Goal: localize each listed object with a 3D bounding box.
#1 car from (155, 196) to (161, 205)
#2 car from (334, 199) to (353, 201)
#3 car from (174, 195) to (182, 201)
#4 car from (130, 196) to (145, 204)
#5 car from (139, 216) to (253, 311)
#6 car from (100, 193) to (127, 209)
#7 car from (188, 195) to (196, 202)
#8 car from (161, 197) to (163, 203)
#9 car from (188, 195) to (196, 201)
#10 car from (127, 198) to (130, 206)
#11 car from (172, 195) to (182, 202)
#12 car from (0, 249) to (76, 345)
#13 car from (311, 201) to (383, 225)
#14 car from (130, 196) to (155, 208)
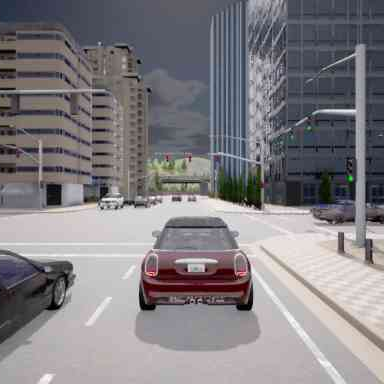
[{"bbox_3d":[-7.083,1.491,57.459,2.128,1.511,4.902,0,0,0],"label":"car"},{"bbox_3d":[13.292,1.422,29.837,5.008,1.535,1.882,0,0,1],"label":"car"},{"bbox_3d":[-3.504,1.509,84.305,2.033,1.411,5.357,0,0,0],"label":"car"},{"bbox_3d":[-10.542,1.491,64.578,2.128,1.511,4.902,0,0,1],"label":"car"},{"bbox_3d":[0.082,1.352,7.940,2.097,1.767,4.553,0,0,0],"label":"car"},{"bbox_3d":[-10.601,1.222,44.433,2.150,2.045,5.566,0,0,0],"label":"car"},{"bbox_3d":[-0.004,1.547,75.812,1.994,1.385,4.181,0,0,0],"label":"car"},{"bbox_3d":[-7.016,1.491,67.708,2.128,1.511,4.902,0,0,0],"label":"car"},{"bbox_3d":[-0.004,1.493,84.305,1.812,1.442,4.674,0,0,0],"label":"car"},{"bbox_3d":[-10.594,1.601,54.201,1.895,1.301,4.718,0,0,0],"label":"car"},{"bbox_3d":[-3.503,1.470,74.695,1.882,1.535,5.008,0,0,0],"label":"car"},{"bbox_3d":[-3.434,1.547,4.742,2.033,1.411,5.357,0,0,0],"label":"car"},{"bbox_3d":[11.070,1.492,22.641,5.357,1.411,2.033,0,0,0],"label":"car"},{"bbox_3d":[-7.101,1.547,47.946,2.033,1.411,5.357,0,0,0],"label":"car"}]
